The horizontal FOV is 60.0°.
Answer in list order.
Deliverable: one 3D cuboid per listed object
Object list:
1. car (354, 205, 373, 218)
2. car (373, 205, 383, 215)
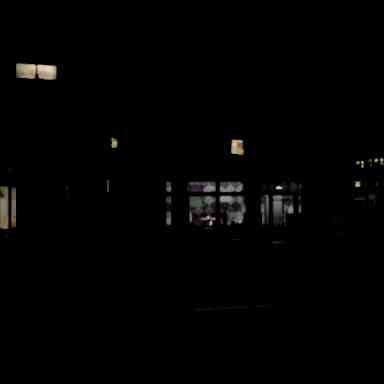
[{"bbox_3d":[18.797,2.262,39.432,1.967,1.590,4.097,-1,-1,-11],"label":"car"},{"bbox_3d":[26.028,2.487,46.403,1.802,1.307,4.206,-1,-1,-11],"label":"car"}]
